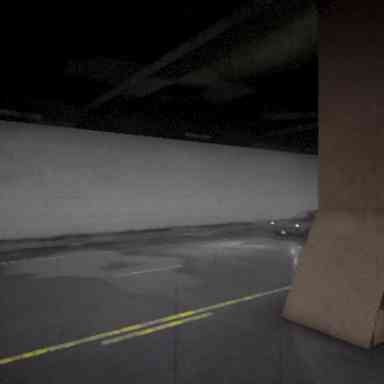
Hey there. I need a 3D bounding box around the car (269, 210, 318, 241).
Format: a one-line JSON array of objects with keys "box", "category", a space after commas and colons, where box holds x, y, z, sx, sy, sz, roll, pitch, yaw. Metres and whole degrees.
[{"box": [6.108, 1.603, 16.945, 4.718, 1.301, 1.895, 0, 0, -35], "category": "car"}]
